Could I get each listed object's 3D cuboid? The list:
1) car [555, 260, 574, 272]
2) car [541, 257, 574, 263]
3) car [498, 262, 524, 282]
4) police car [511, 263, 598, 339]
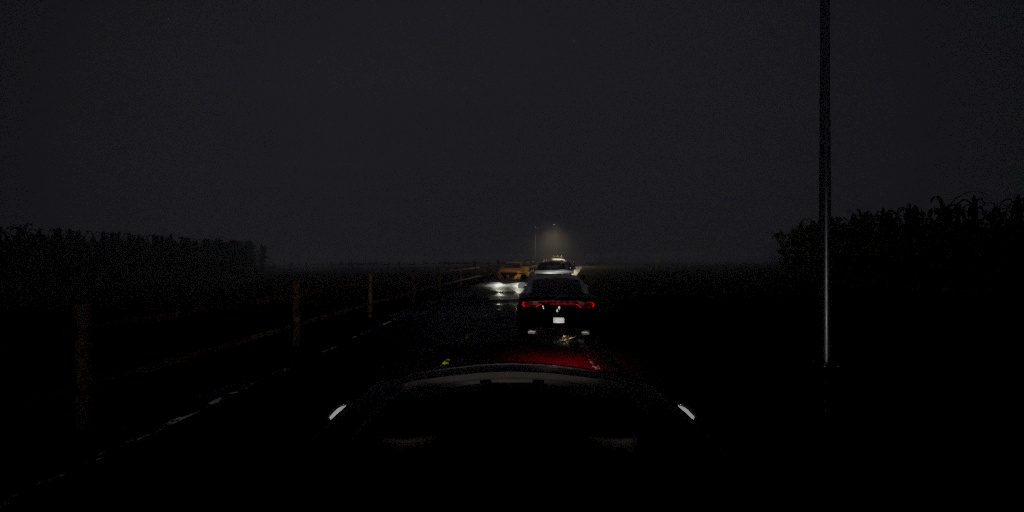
[{"bbox_3d":[6.719,1.270,45.860,1.994,1.385,4.181,0,0,13],"label":"car"},{"bbox_3d":[2.257,1.089,19.917,2.097,1.767,4.553,0,0,8],"label":"car"},{"bbox_3d":[0.184,1.207,29.035,1.882,1.535,5.008,0,0,11],"label":"car"},{"bbox_3d":[1.197,1.173,10.268,1.930,1.638,5.238,0,0,4],"label":"police car"}]
